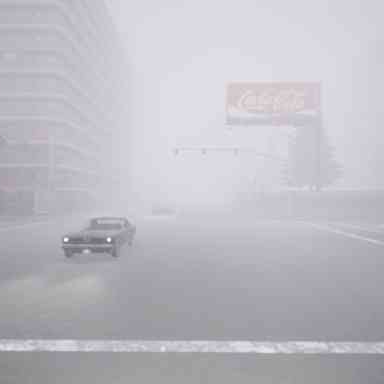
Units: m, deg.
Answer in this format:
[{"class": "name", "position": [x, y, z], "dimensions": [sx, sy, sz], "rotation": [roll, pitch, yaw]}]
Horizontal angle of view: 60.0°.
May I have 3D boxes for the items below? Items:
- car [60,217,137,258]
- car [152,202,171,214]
[{"class": "car", "position": [-3.506, 1.692, 13.291], "dimensions": [1.895, 1.301, 4.718], "rotation": [0, 0, 0]}, {"class": "car", "position": [-3.511, 1.862, 38.322], "dimensions": [1.895, 1.301, 4.718], "rotation": [0, 0, 0]}]
